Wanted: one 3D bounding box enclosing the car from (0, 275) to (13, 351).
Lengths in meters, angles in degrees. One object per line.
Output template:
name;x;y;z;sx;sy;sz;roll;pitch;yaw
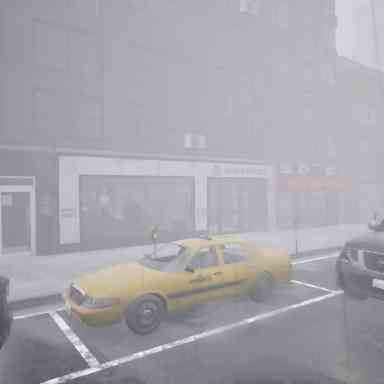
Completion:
car;-4.343;1.566;3.566;4.313;1.339;1.947;0;-1;-35

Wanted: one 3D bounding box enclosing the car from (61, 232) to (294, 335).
car;0.004;1.524;6.660;4.829;1.417;1.752;0;-1;-35

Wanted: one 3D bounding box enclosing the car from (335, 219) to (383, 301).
car;5.484;1.220;7.279;5.566;2.045;2.150;0;0;-35
